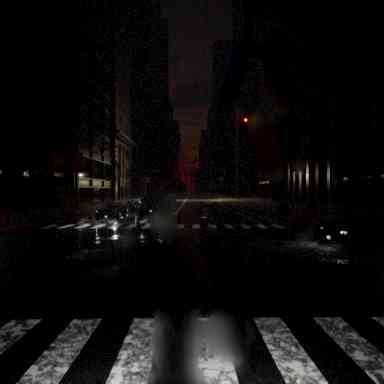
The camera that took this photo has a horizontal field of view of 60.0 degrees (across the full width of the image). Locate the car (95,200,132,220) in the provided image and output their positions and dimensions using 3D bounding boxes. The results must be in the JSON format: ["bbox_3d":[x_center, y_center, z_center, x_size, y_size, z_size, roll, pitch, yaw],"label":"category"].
[{"bbox_3d":[-6.632,1.584,27.936,1.895,1.301,4.718,0,0,1],"label":"car"}]

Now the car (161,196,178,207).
[{"bbox_3d":[-3.358,1.450,50.499,2.128,1.511,4.902,0,0,0],"label":"car"}]

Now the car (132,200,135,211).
[{"bbox_3d":[-6.618,1.575,37.052,1.895,1.301,4.718,0,0,0],"label":"car"}]

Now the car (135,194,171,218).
[{"bbox_3d":[-3.364,1.203,29.983,2.150,2.045,5.566,0,0,0],"label":"car"}]

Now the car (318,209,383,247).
[{"bbox_3d":[8.123,1.412,13.932,5.357,1.411,2.033,-1,0,-11],"label":"car"}]

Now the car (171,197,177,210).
[{"bbox_3d":[-3.367,1.463,40.077,2.128,1.511,4.902,0,0,0],"label":"car"}]

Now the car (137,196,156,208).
[{"bbox_3d":[-6.616,1.452,49.159,2.128,1.511,4.902,0,0,0],"label":"car"}]
